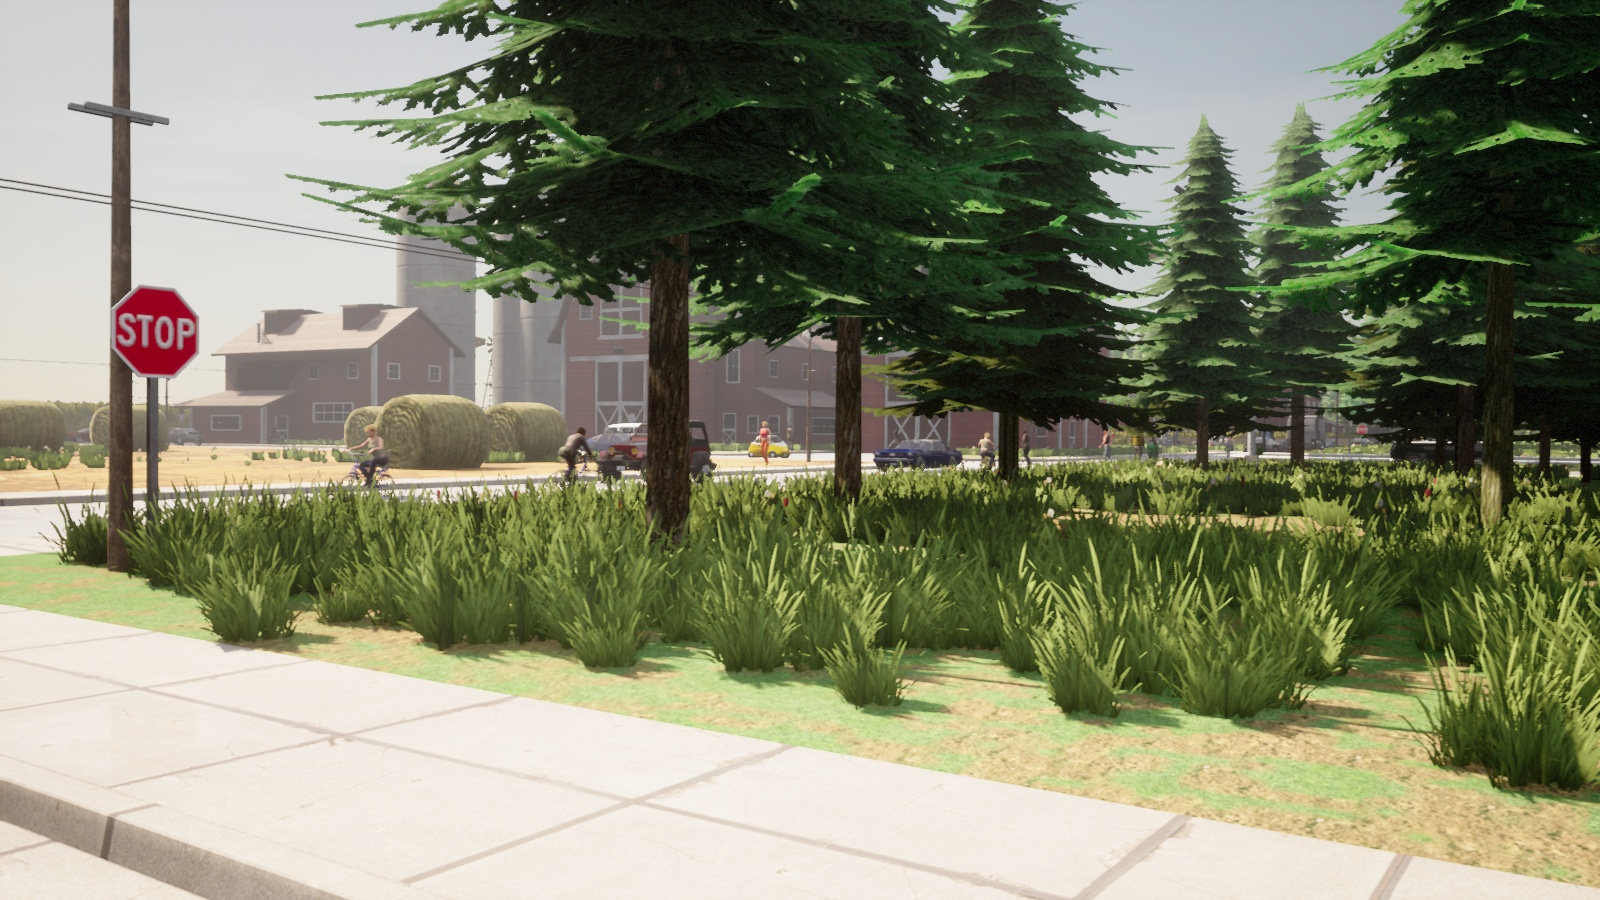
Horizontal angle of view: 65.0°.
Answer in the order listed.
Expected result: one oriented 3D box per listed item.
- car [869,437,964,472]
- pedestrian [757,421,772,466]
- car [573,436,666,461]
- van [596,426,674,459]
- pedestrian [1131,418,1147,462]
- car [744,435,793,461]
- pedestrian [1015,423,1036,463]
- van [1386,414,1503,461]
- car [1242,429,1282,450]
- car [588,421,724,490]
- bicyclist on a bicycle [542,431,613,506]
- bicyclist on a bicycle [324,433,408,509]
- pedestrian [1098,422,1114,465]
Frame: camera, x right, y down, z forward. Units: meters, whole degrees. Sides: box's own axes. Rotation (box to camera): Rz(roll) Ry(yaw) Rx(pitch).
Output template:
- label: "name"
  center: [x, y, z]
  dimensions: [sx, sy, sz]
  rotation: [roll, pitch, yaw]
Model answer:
- label: "car"
  center: [4.770, 0.149, 50.724]
  dimensions: [1.895, 1.301, 4.718]
  rotation: [0, 1, 32]
- label: "pedestrian"
  center: [-1.451, -0.263, 51.223]
  dimensions: [0.345, 1.836, 0.594]
  rotation: [0, 1, 31]
- label: "car"
  center: [-10.789, -0.100, 74.917]
  dimensions: [5.357, 1.411, 2.033]
  rotation: [0, 1, 30]
- label: "van"
  center: [-10.328, -0.479, 78.697]
  dimensions: [4.480, 2.038, 2.069]
  rotation: [0, 1, 30]
- label: "pedestrian"
  center: [14.260, -0.416, 52.889]
  dimensions: [0.370, 1.835, 0.726]
  rotation: [0, 1, 40]
- label: "car"
  center: [-1.741, -0.114, 69.607]
  dimensions: [2.207, 1.376, 1.481]
  rotation: [0, 1, 30]
- label: "pedestrian"
  center: [10.249, -0.304, 56.966]
  dimensions: [0.869, 1.805, 0.328]
  rotation: [0, 1, 35]
- label: "van"
  center: [28.647, -0.553, 55.835]
  dimensions: [4.480, 2.038, 2.069]
  rotation: [0, 1, 30]
- label: "car"
  center: [33.629, -0.762, 91.289]
  dimensions: [1.837, 1.490, 4.892]
  rotation: [0, 1, 31]
- label: "car"
  center: [-4.097, 0.122, 36.274]
  dimensions: [1.905, 1.878, 3.866]
  rotation: [0, 1, 31]
- label: "bicyclist on a bicycle"
  center: [-4.969, 0.395, 28.135]
  dimensions: [0.582, 1.620, 1.656]
  rotation: [0, 1, 31]
- label: "bicyclist on a bicycle"
  center: [-9.480, 0.431, 27.448]
  dimensions: [0.866, 1.612, 1.509]
  rotation: [0, 1, 32]
- label: "pedestrian"
  center: [13.248, -0.286, 54.340]
  dimensions: [0.594, 1.836, 0.345]
  rotation: [0, 1, 33]
